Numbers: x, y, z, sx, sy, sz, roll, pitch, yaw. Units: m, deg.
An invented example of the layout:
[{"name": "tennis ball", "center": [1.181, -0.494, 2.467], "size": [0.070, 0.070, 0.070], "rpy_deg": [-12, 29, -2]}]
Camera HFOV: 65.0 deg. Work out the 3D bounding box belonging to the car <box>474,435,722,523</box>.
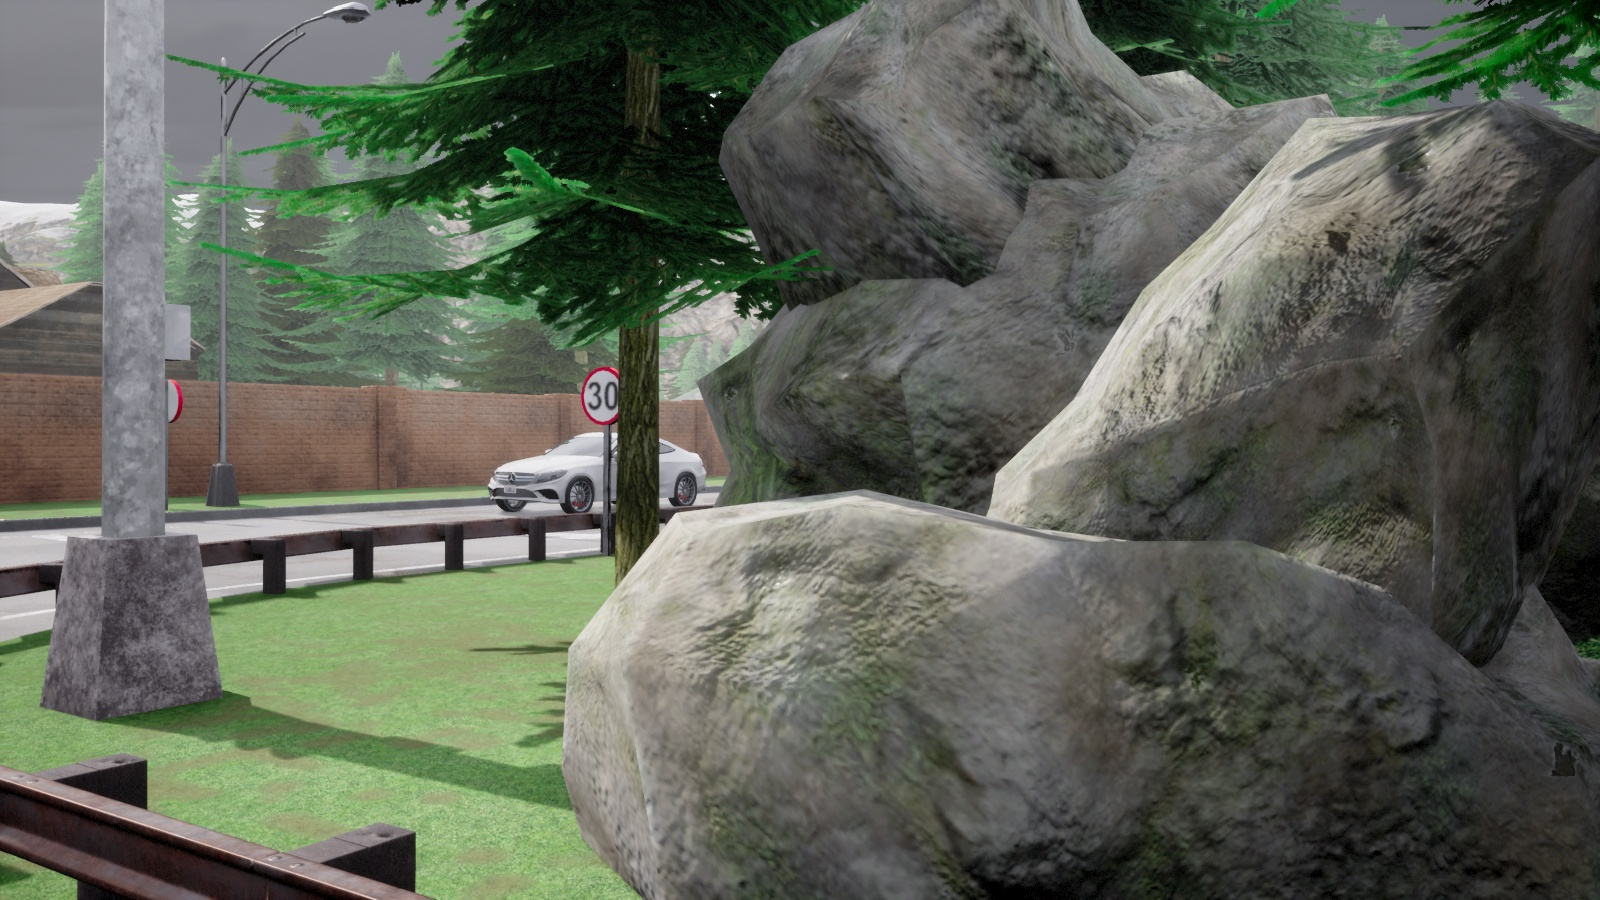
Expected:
[{"name": "car", "center": [-3.608, 0.457, 23.271], "size": [1.812, 1.442, 4.674], "rpy_deg": [0, 1, 34]}]
